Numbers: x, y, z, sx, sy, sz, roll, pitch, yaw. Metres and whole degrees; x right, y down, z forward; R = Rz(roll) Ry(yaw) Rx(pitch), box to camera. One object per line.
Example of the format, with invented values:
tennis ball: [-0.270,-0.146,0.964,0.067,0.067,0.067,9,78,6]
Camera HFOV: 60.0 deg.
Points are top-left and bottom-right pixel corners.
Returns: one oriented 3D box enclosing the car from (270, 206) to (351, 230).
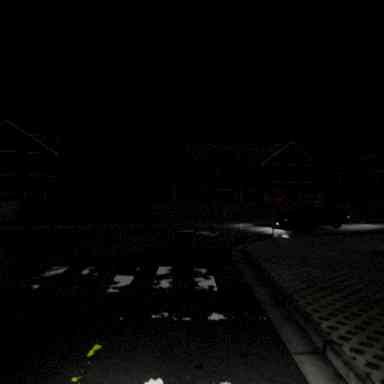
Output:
car: [7.882,1.654,21.971,5.357,1.411,2.033,1,0,-21]
